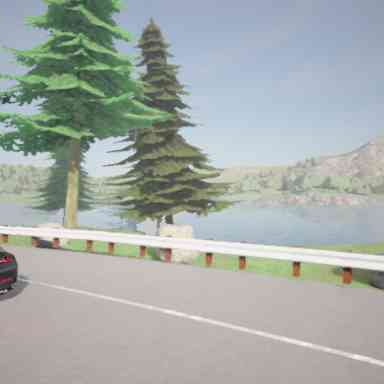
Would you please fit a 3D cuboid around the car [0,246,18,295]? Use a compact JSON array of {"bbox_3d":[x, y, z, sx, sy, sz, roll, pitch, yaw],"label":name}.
[{"bbox_3d":[-5.904,1.543,7.289,4.892,1.490,1.837,0,0,29],"label":"car"}]
